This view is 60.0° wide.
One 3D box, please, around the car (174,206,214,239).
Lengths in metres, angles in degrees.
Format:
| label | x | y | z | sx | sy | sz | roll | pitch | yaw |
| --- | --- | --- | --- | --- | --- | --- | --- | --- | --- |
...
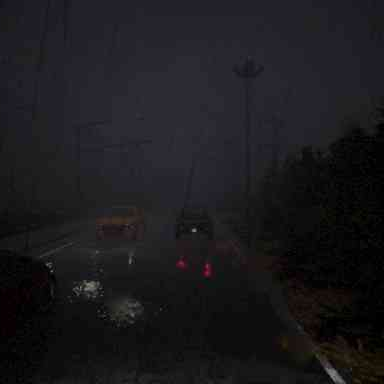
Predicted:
| label | x | y | z | sx | sy | sz | roll | pitch | yaw |
| --- | --- | --- | --- | --- | --- | --- | --- | --- | --- |
| car | 0.111 | 1.487 | 17.107 | 2.128 | 1.511 | 4.902 | 0 | 0 | 0 |

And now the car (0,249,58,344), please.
| label | x | y | z | sx | sy | sz | roll | pitch | yaw |
| --- | --- | --- | --- | --- | --- | --- | --- | --- | --- |
| car | -3.597 | 1.563 | 4.782 | 1.994 | 1.385 | 4.181 | 0 | 0 | 0 |

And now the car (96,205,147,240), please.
| label | x | y | z | sx | sy | sz | roll | pitch | yaw |
| --- | --- | --- | --- | --- | --- | --- | --- | --- | --- |
| car | -3.512 | 1.474 | 17.325 | 1.882 | 1.535 | 5.008 | 0 | 0 | 0 |
